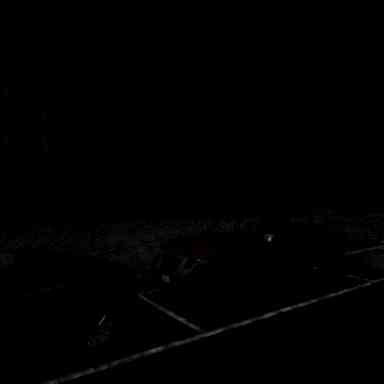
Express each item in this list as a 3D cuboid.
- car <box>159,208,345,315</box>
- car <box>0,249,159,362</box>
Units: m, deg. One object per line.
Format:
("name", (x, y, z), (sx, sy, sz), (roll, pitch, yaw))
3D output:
("car", (1.550, 1.329, 7.765), (5.009, 1.841, 2.192), (0, 0, -36))
("car", (-2.863, 1.569, 4.607), (4.313, 1.339, 1.947), (0, 0, -36))
